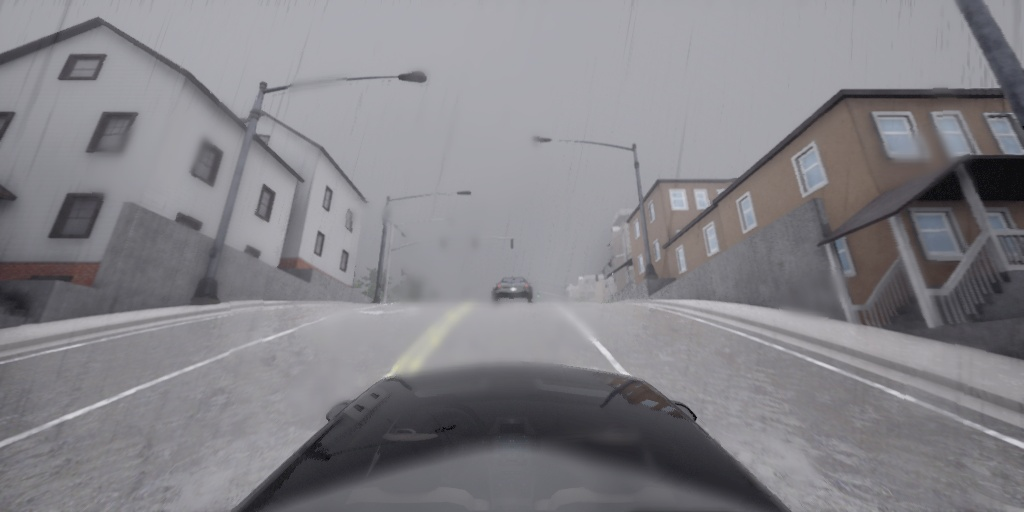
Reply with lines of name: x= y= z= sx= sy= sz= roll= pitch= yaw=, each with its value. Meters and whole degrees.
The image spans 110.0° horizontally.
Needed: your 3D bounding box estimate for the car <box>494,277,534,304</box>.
car: x=0.118 y=1.814 z=18.774 sx=1.994 sy=1.385 sz=4.181 roll=0 pitch=-8 yaw=1
